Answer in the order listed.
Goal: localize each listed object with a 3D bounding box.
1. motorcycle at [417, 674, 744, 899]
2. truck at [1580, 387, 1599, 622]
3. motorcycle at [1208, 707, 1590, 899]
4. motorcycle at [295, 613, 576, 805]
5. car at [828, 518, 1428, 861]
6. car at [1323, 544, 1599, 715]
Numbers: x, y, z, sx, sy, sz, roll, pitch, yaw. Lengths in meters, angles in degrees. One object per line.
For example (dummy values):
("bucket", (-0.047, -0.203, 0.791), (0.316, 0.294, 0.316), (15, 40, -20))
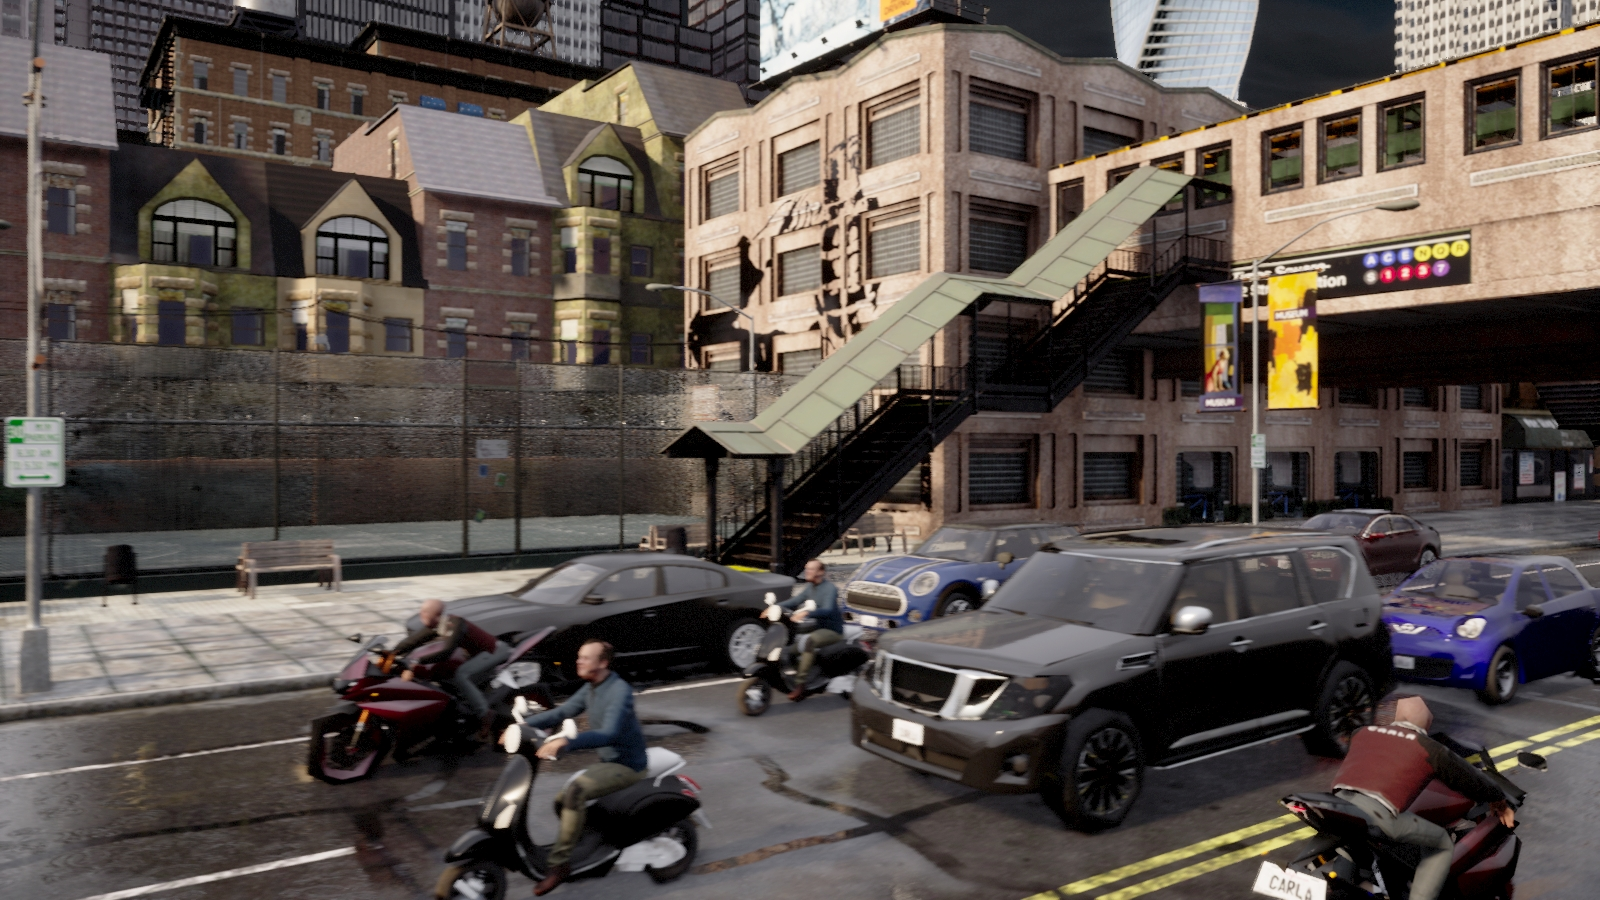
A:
("motorcycle", (-1.345, 2.182, 7.116), (1.805, 1.236, 0.856), (0, 0, -35))
("truck", (17.143, 0.891, 20.034), (8.468, 3.827, 2.891), (0, 0, -35))
("motorcycle", (3.209, 2.205, 6.032), (2.209, 1.251, 0.867), (0, 0, -35))
("motorcycle", (-3.187, 2.205, 10.100), (2.209, 1.251, 0.867), (0, 0, -35))
("car", (3.128, 1.780, 10.251), (5.566, 2.045, 2.150), (0, 0, -35))
("car", (8.204, 2.038, 13.800), (3.633, 1.501, 1.845), (0, 0, -35))
